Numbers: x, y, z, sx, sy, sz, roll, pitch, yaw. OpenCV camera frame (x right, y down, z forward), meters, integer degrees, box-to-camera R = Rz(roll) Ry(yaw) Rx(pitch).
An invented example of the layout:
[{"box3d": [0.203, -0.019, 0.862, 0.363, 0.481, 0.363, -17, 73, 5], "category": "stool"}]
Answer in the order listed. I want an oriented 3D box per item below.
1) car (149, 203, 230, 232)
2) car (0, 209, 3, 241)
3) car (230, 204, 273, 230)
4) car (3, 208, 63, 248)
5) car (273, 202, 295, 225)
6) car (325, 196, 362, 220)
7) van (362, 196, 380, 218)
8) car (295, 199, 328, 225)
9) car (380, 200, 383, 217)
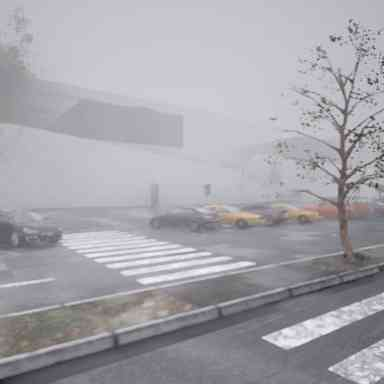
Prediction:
[{"box3d": [-0.448, 1.551, 19.982, 4.674, 1.452, 2.002, -1, -1, 35], "category": "car"}, {"box3d": [-10.197, 1.243, 13.085, 5.566, 2.045, 2.435, -1, -1, 35], "category": "car"}, {"box3d": [2.134, 1.516, 21.612, 5.366, 1.575, 1.946, -1, -1, 35], "category": "car"}, {"box3d": [-7.740, 1.497, 14.809, 4.892, 1.521, 2.231, -1, -1, 34], "category": "car"}, {"box3d": [4.384, 1.564, 23.459, 4.792, 1.488, 2.163, -1, -1, 35], "category": "car"}, {"box3d": [11.725, 1.443, 28.618, 4.553, 1.767, 2.185, -1, -1, 35], "category": "car"}, {"box3d": [14.236, 1.349, 30.310, 4.442, 1.987, 1.878, -1, -1, 35], "category": "van"}, {"box3d": [6.995, 1.542, 25.071, 5.366, 1.575, 1.946, -1, -1, 35], "category": "car"}, {"box3d": [16.568, 1.614, 32.092, 4.674, 1.452, 2.002, -1, 0, 35], "category": "car"}]
